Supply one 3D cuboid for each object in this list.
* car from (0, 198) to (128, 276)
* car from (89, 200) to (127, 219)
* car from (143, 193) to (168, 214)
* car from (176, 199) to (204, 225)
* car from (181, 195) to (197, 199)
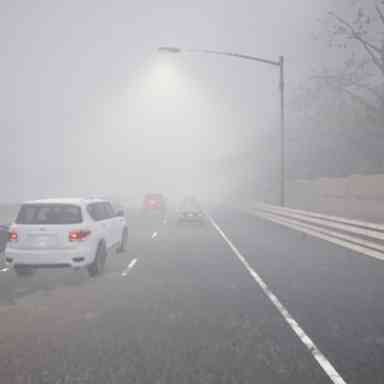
[{"bbox_3d":[-3.502,1.193,10.406,2.150,2.045,5.566,0,0,-1],"label":"car"},{"bbox_3d":[-7.196,1.472,29.213,2.033,1.411,5.357,0,0,-1],"label":"car"},{"bbox_3d":[-3.751,1.123,34.275,2.150,2.045,5.566,0,0,-1],"label":"car"},{"bbox_3d":[-0.131,1.466,22.964,2.033,1.411,5.357,0,0,-1],"label":"car"},{"bbox_3d":[-0.343,1.223,43.203,2.097,1.767,4.553,0,0,-1],"label":"car"}]
